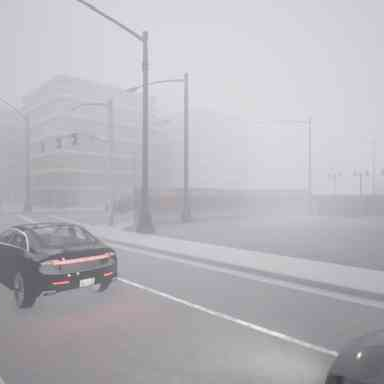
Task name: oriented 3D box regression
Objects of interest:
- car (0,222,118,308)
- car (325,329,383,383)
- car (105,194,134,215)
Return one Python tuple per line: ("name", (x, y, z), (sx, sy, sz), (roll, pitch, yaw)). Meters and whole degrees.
("car", (-3.644, 1.491, 8.035), (2.128, 1.511, 4.902), (0, 0, -43))
("car", (3.202, 1.505, 1.581), (4.892, 1.490, 1.837), (0, 0, 38))
("car", (-6.298, 1.221, 34.992), (5.566, 2.045, 2.150), (0, 0, -44))
